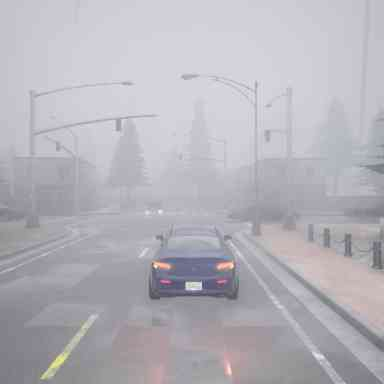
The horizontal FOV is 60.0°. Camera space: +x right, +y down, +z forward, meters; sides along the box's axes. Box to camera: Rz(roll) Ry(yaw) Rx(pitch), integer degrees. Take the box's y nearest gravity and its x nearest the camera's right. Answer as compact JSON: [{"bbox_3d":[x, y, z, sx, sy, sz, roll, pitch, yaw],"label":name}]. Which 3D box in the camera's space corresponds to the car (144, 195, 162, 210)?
[{"bbox_3d":[-4.927,1.443,43.109,1.882,1.535,5.008,0,0,-6],"label":"car"}]

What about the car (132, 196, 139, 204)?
[{"bbox_3d":[-10.066,1.470,62.803,1.837,1.490,4.892,0,0,-23],"label":"car"}]

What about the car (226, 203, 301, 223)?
[{"bbox_3d":[5.219,1.533,24.724,5.357,1.411,2.033,0,0,1],"label":"car"}]

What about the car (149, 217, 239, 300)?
[{"bbox_3d":[0.042,1.526,8.280,1.812,1.442,4.674,0,0,0],"label":"car"}]

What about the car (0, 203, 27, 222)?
[{"bbox_3d":[-15.159,1.462,25.248,5.008,1.535,1.882,0,0,2],"label":"car"}]

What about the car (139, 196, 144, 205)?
[{"bbox_3d":[-6.675,1.318,52.996,2.097,1.767,4.553,0,0,-15],"label":"car"}]

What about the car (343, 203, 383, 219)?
[{"bbox_3d":[15.450,1.585,28.152,4.718,1.301,1.895,0,0,2],"label":"car"}]
